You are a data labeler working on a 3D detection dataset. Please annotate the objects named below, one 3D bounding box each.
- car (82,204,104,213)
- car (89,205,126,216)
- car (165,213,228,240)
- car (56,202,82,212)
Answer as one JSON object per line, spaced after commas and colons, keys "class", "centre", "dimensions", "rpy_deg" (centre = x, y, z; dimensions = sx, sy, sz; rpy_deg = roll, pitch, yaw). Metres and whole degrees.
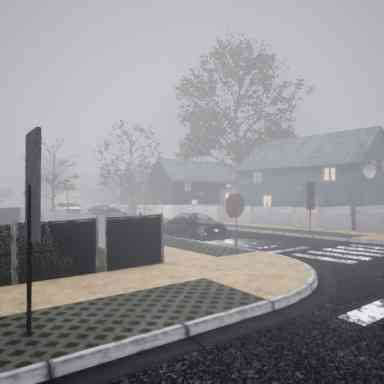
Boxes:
{"class": "car", "centre": [-11.310, 2.295, 40.460], "dimensions": [2.097, 1.767, 4.553], "rpy_deg": [1, -2, -35]}
{"class": "car", "centre": [-7.225, 2.149, 29.601], "dimensions": [1.837, 1.490, 4.892], "rpy_deg": [1, -2, -35]}
{"class": "car", "centre": [0.158, 1.897, 19.169], "dimensions": [1.994, 1.385, 4.181], "rpy_deg": [1, -2, -35]}
{"class": "car", "centre": [-14.934, 2.195, 40.546], "dimensions": [2.150, 2.045, 5.566], "rpy_deg": [1, -2, -35]}
